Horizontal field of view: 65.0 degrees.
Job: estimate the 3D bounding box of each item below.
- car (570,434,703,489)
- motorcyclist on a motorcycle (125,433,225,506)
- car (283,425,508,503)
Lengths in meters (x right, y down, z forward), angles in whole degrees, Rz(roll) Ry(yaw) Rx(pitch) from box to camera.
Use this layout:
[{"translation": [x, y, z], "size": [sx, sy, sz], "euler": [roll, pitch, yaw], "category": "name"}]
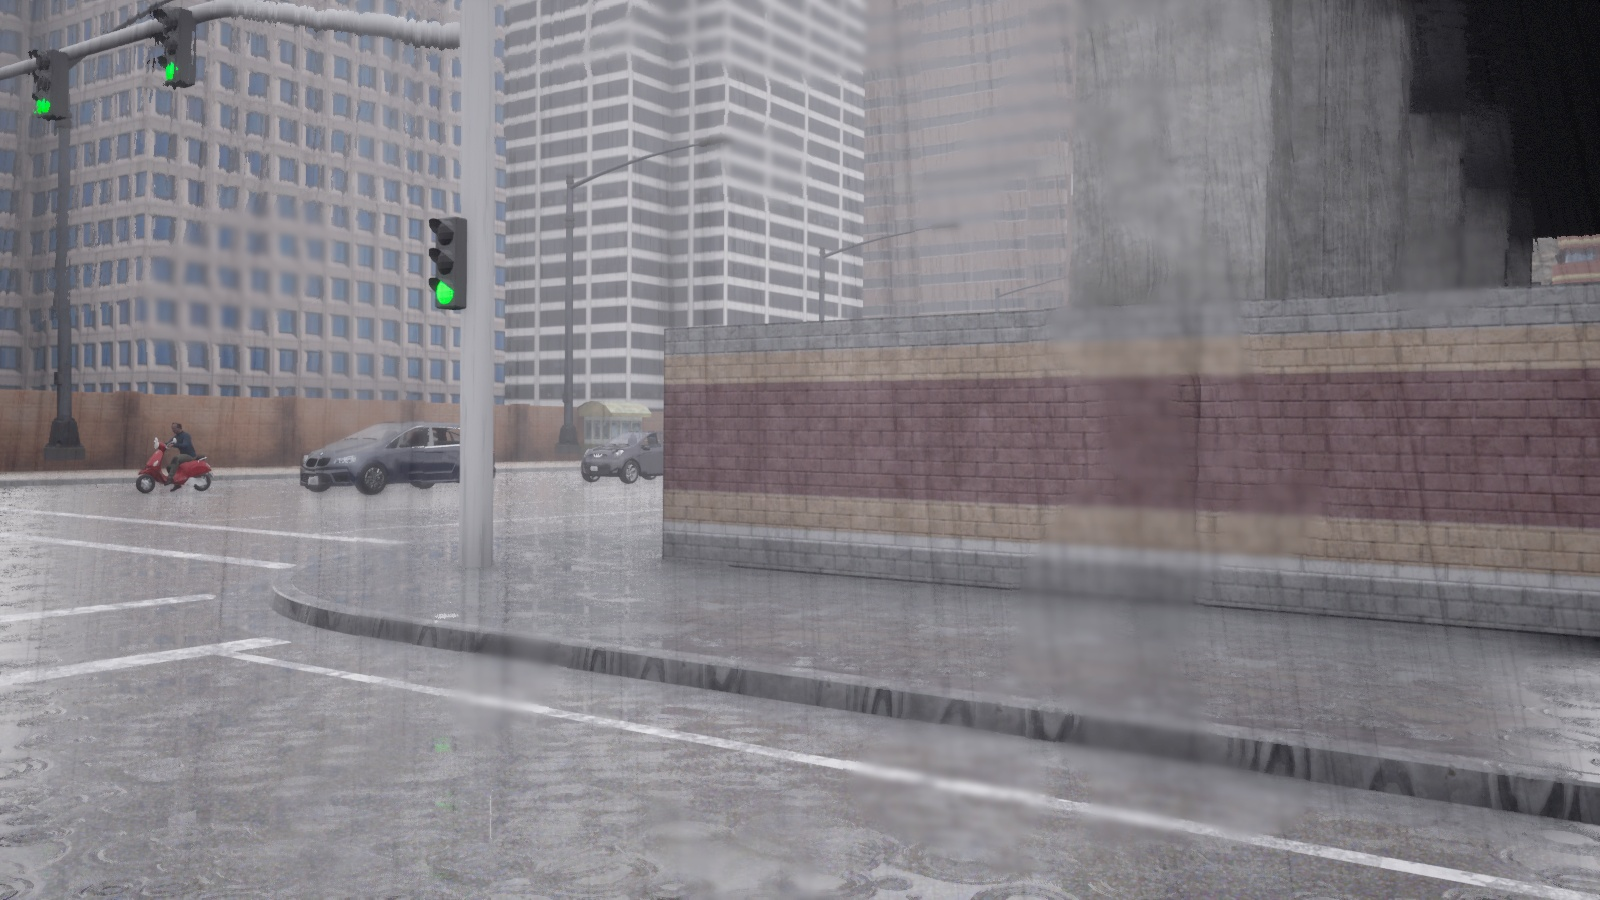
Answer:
[{"translation": [-4.681, 0.292, 36.289], "size": [1.845, 1.501, 3.633], "euler": [0, 1, 34], "category": "car"}, {"translation": [-14.162, 0.424, 28.516], "size": [0.866, 1.590, 1.817], "euler": [0, 1, 34], "category": "motorcyclist on a motorcycle"}, {"translation": [-9.350, 0.259, 29.396], "size": [2.242, 1.667, 4.611], "euler": [0, 1, 34], "category": "car"}]
